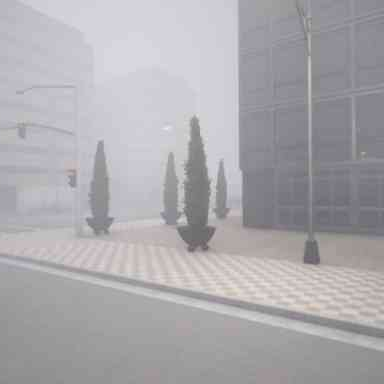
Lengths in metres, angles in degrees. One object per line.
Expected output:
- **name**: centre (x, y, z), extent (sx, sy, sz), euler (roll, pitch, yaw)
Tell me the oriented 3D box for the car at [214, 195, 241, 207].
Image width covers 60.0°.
- **car**: centre (6.801, 1.529, 59.528), extent (2.150, 2.045, 5.566), euler (-1, 0, 35)
